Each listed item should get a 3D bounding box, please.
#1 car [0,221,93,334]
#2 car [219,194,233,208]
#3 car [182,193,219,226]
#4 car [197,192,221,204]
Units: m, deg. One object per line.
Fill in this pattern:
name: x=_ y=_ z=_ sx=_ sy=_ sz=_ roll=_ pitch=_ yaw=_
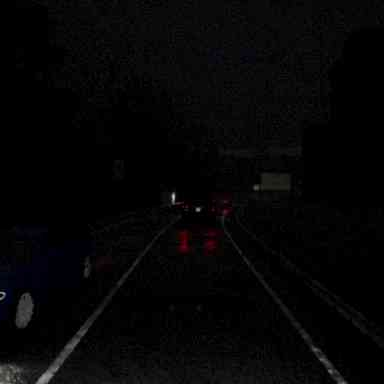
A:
car: x=-3.568 y=1.448 z=6.894 sx=1.882 sy=1.535 sz=5.008 roll=0 pitch=0 yaw=0
car: x=3.935 y=1.053 z=41.590 sx=1.801 sy=1.575 sz=5.366 roll=2 pitch=2 yaw=15
car: x=0.577 y=1.124 z=22.525 sx=2.150 sy=2.045 sz=5.566 roll=0 pitch=1 yaw=4
car: x=2.644 y=0.832 z=49.642 sx=2.033 sy=1.411 sz=5.357 roll=2 pitch=2 yaw=21
